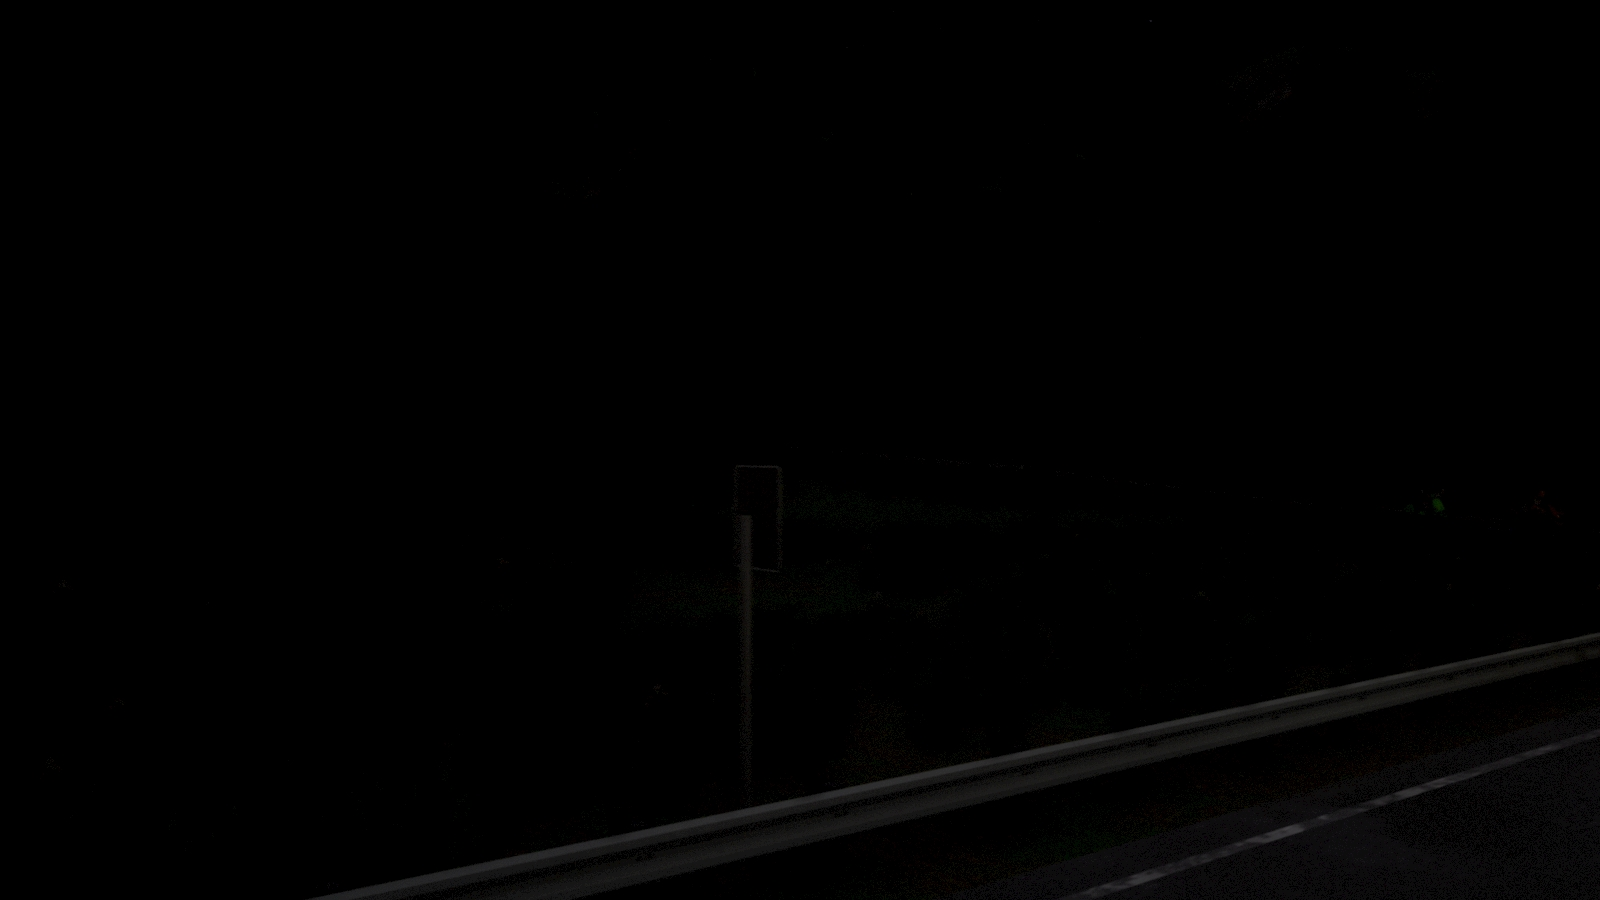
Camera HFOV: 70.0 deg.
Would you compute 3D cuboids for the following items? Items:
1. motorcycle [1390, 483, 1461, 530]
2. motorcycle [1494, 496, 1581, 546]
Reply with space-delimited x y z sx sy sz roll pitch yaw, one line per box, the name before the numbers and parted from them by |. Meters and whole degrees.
motorcycle | 19.608 1.753 35.855 0.856 1.316 1.805 0 3 -18
motorcycle | 20.605 1.971 31.968 0.803 1.199 2.033 0 2 -13
